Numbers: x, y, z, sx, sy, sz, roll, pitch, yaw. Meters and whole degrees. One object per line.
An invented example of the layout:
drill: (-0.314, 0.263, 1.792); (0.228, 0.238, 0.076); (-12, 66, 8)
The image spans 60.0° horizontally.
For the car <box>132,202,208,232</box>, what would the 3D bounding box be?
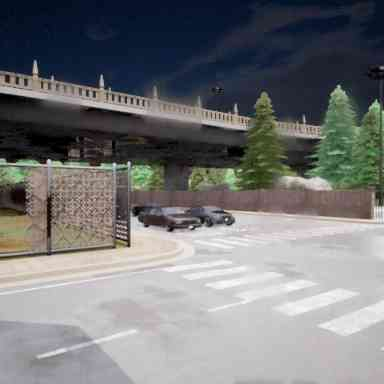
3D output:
car: (-1.585, 1.602, 20.987); (2.033, 1.411, 5.357); (0, 0, -35)

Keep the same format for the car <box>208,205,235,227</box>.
car: (1.087, 1.618, 23.298); (1.994, 1.385, 4.181); (0, 0, -36)

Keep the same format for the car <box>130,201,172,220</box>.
car: (-3.803, 1.618, 30.129); (1.994, 1.385, 4.181); (0, 0, -36)
